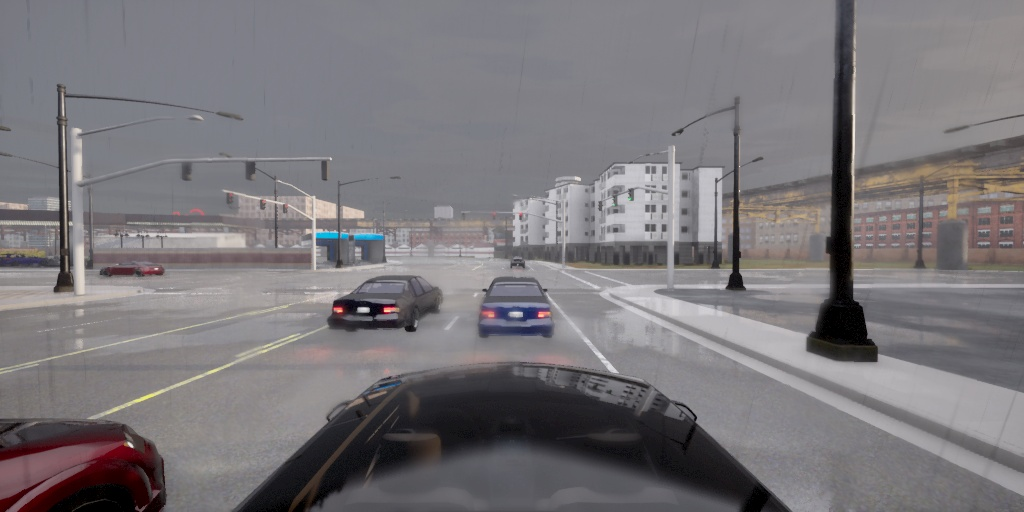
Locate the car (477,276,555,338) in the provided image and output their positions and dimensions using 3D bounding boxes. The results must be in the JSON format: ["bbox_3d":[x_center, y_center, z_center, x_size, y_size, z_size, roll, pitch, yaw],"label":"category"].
[{"bbox_3d":[0.090,1.279,10.128,2.033,1.411,5.357,0,0,0],"label":"car"}]

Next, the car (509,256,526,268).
[{"bbox_3d":[0.708,0.773,46.038,1.837,1.490,4.892,0,1,0],"label":"car"}]

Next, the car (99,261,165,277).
[{"bbox_3d":[-32.792,1.084,30.993,4.181,1.385,1.994,0,1,-1],"label":"car"}]

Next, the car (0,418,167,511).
[{"bbox_3d":[-3.395,1.314,0.733,1.994,1.385,4.181,0,0,0],"label":"car"}]

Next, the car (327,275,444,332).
[{"bbox_3d":[-3.406,1.274,10.730,2.033,1.411,5.357,0,0,0],"label":"car"}]
